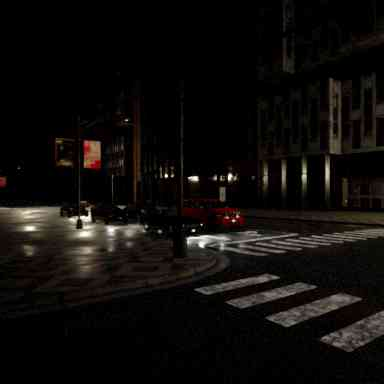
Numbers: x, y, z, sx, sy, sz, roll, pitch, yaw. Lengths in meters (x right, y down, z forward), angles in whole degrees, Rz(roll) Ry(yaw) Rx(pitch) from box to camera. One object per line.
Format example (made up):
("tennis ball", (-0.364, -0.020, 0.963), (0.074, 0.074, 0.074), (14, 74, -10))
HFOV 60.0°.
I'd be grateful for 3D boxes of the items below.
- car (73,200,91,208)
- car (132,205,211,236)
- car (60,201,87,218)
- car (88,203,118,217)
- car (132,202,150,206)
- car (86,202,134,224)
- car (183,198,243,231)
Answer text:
("car", (-22.027, 2.406, 66.420), (2.033, 1.411, 5.357), (0, -1, -36))
("car", (-1.461, 1.793, 20.632), (2.033, 1.411, 5.357), (0, -1, -36))
("car", (-13.067, 1.866, 36.851), (2.097, 1.767, 4.553), (0, -1, -36))
("car", (-10.421, 2.024, 38.736), (1.812, 1.442, 4.674), (0, -1, -35))
("car", (-4.635, 1.716, 30.653), (2.097, 1.767, 4.553), (0, -1, -36))
("car", (-7.154, 1.855, 28.581), (1.882, 1.535, 5.008), (0, -1, -36))
("car", (1.023, 1.455, 22.790), (2.150, 2.045, 5.566), (0, -1, -34))
